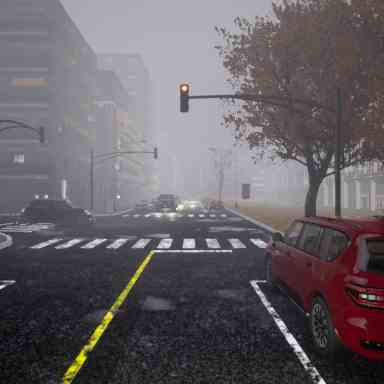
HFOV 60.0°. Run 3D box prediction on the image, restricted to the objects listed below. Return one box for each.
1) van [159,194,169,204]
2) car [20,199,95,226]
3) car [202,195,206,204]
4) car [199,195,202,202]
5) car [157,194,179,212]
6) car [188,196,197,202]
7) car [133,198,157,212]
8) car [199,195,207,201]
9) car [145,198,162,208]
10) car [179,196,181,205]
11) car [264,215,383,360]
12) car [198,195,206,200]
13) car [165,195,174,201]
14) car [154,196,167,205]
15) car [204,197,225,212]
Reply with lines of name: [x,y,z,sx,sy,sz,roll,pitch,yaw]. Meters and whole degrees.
van: [-5.594,1.384,65.993,1.690,1.788,3.998,0,0,0]
car: [-8.902,1.295,22.400,4.553,1.767,2.097,2,0,-11]
car: [2.762,1.548,49.552,1.752,1.417,4.829,0,0,0]
car: [2.787,1.625,65.979,1.802,1.307,4.206,0,0,0]
car: [-3.033,1.235,40.075,2.150,2.045,5.566,0,0,0]
car: [0.118,1.587,79.845,1.812,1.442,4.674,0,0,0]
car: [-5.634,1.563,38.329,2.008,1.369,4.403,0,0,0]
car: [2.819,1.621,88.111,1.887,1.381,4.507,0,0,0]
car: [-5.618,1.573,49.395,2.008,1.369,4.403,0,0,0]
car: [-3.011,1.528,50.094,1.837,1.490,4.892,0,0,0]
car: [2.700,1.315,5.928,2.192,1.841,5.009,0,0,0]
car: [2.827,1.638,93.643,2.008,1.369,4.403,0,0,0]
car: [-5.570,1.507,82.591,1.967,1.590,4.097,0,0,0]
car: [-5.602,1.476,60.460,1.967,1.590,4.097,0,0,0]
car: [2.746,1.557,38.316,1.887,1.381,4.507,0,0,0]
